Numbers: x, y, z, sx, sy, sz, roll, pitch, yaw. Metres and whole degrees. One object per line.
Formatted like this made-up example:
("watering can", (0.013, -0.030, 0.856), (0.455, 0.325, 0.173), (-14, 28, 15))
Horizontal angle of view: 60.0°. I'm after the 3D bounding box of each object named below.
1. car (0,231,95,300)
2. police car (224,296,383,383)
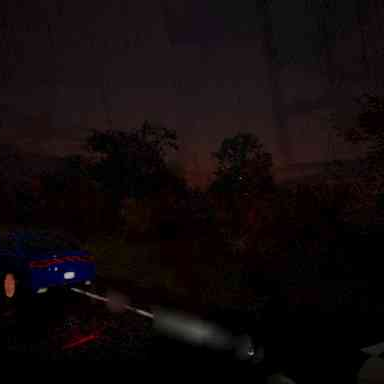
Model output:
("car", (-4.787, 1.872, 9.555), (5.008, 1.535, 1.882), (-1, -4, 41))
("police car", (2.659, 1.651, 2.965), (5.238, 1.638, 1.930), (-1, -4, 42))
